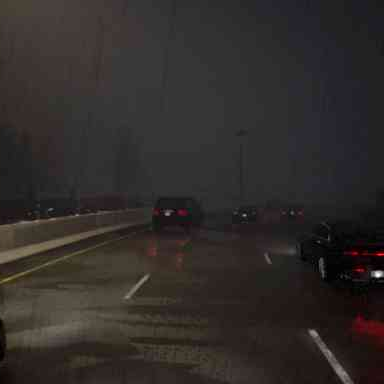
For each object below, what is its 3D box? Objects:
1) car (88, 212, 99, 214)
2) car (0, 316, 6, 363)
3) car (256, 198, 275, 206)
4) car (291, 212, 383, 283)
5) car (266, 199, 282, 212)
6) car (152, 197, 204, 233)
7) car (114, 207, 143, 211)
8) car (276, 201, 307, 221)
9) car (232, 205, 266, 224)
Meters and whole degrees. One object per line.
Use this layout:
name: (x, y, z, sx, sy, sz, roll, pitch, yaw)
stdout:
car: (-8.470, 1.348, 32.586, 2.150, 2.045, 5.566, 0, -1, 19)
car: (-3.233, 1.505, 2.132, 1.837, 1.490, 4.892, 0, 0, 1)
car: (14.675, 1.921, 66.274, 1.994, 1.385, 4.181, 0, 0, 41)
car: (4.364, 1.565, 9.712, 1.837, 1.490, 4.892, 0, 0, 7)
car: (10.357, 1.715, 40.823, 2.128, 1.511, 4.902, 0, 0, 26)
car: (-0.741, 1.317, 20.889, 2.150, 2.045, 5.566, 0, 0, 13)
car: (-5.528, 1.649, 30.297, 1.812, 1.442, 4.674, 0, 0, 18)
car: (8.661, 1.707, 28.273, 2.033, 1.411, 5.357, 0, 0, 19)
car: (4.481, 1.702, 26.473, 1.994, 1.385, 4.181, 0, 0, 17)
